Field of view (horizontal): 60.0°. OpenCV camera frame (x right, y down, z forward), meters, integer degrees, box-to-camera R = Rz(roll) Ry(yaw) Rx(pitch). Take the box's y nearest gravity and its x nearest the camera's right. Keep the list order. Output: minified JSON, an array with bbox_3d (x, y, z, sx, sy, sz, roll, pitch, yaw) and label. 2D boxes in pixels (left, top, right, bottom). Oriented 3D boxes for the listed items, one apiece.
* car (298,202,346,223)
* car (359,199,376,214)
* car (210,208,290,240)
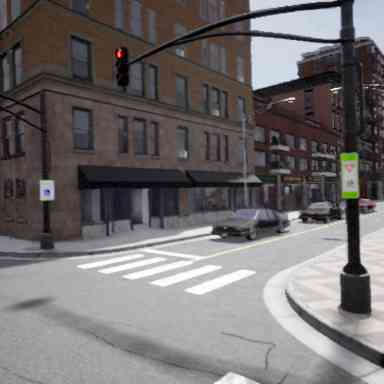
[{"bbox_3d":[9.775,1.430,24.821,2.033,1.411,5.357,-2,-1,40],"label":"car"},{"bbox_3d":[16.474,1.374,32.610,1.895,1.301,4.718,-2,-1,41],"label":"car"},{"bbox_3d":[3.194,1.534,17.144,2.033,1.411,5.357,-2,-1,41],"label":"car"}]
